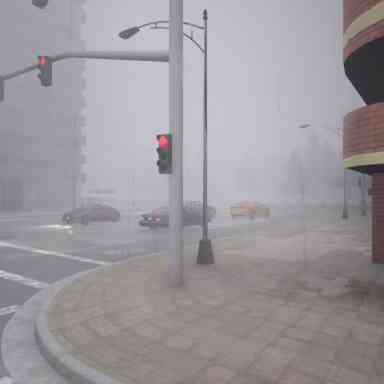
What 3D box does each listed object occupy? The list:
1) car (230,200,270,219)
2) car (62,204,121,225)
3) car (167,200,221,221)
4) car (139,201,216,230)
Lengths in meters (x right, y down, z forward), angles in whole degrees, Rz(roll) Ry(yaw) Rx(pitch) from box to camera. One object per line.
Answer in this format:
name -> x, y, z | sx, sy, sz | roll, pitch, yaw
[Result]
car -> 5.130, 1.478, 28.961 | 1.882, 1.535, 5.008 | 0, 0, 36
car -> -7.213, 1.564, 24.111 | 1.994, 1.385, 4.181 | 0, 0, 36
car -> 0.253, 1.491, 28.178 | 2.128, 1.511, 4.902 | 0, 0, 36
car -> -0.886, 1.547, 20.605 | 2.033, 1.411, 5.357 | 0, 0, 36
